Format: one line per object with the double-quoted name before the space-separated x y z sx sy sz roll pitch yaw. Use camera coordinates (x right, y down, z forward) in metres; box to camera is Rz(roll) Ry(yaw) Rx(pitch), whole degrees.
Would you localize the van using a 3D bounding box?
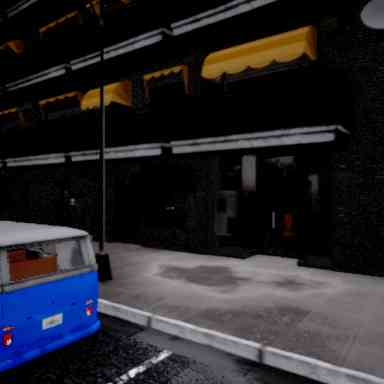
"van" -3.221 1.357 5.161 3.998 1.788 1.690 0 0 36
